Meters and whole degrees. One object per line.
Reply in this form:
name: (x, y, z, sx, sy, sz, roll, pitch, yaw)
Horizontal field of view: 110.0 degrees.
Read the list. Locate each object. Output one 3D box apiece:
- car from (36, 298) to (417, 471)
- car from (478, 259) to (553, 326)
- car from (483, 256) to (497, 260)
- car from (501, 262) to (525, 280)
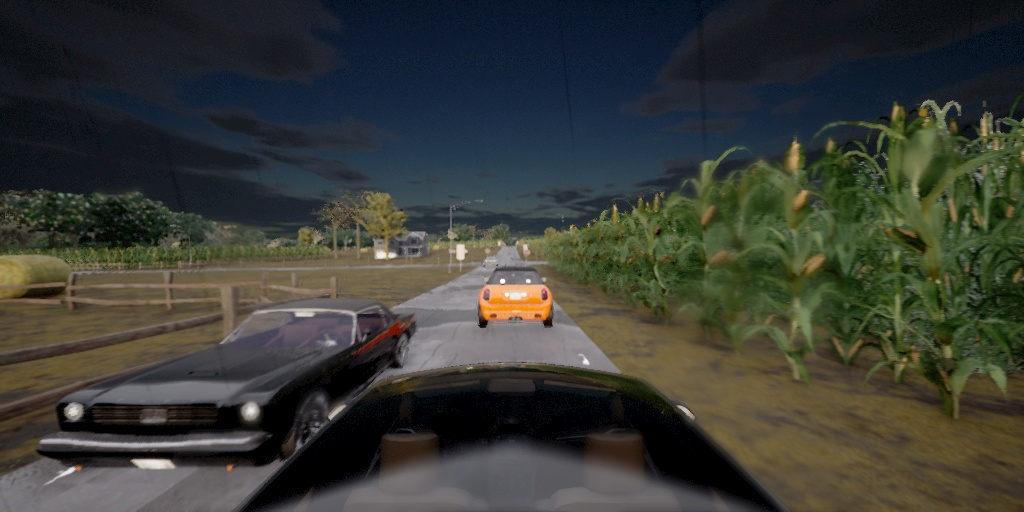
car: (-2.851, 1.351, 5.064, 1.895, 1.301, 4.718, 0, 0, 0)
car: (0.099, 1.101, 11.751, 2.097, 1.767, 4.553, 0, 0, 0)
car: (-2.737, 0.727, 47.099, 1.812, 1.442, 4.674, 0, 1, 0)
car: (0.107, 1.205, 31.102, 1.895, 1.301, 4.718, 0, 1, 0)
